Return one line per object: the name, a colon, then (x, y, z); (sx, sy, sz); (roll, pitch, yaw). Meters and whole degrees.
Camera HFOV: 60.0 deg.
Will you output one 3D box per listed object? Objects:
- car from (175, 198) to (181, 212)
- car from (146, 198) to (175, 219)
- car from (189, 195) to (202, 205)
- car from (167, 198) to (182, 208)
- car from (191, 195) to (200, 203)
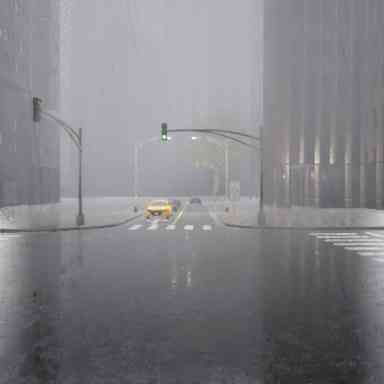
car: (-2.703, 1.552, 38.809); (1.994, 1.385, 4.181); (0, 0, 1)
car: (-2.817, 1.469, 29.327); (1.882, 1.535, 5.008); (0, 0, 1)
car: (0.601, 1.456, 58.572); (1.837, 1.490, 4.892); (0, 0, 1)
car: (-2.588, 1.577, 49.205); (1.895, 1.301, 4.718); (0, 0, 1)
car: (0.718, 1.413, 68.995); (1.837, 1.490, 4.892); (0, 0, 1)
